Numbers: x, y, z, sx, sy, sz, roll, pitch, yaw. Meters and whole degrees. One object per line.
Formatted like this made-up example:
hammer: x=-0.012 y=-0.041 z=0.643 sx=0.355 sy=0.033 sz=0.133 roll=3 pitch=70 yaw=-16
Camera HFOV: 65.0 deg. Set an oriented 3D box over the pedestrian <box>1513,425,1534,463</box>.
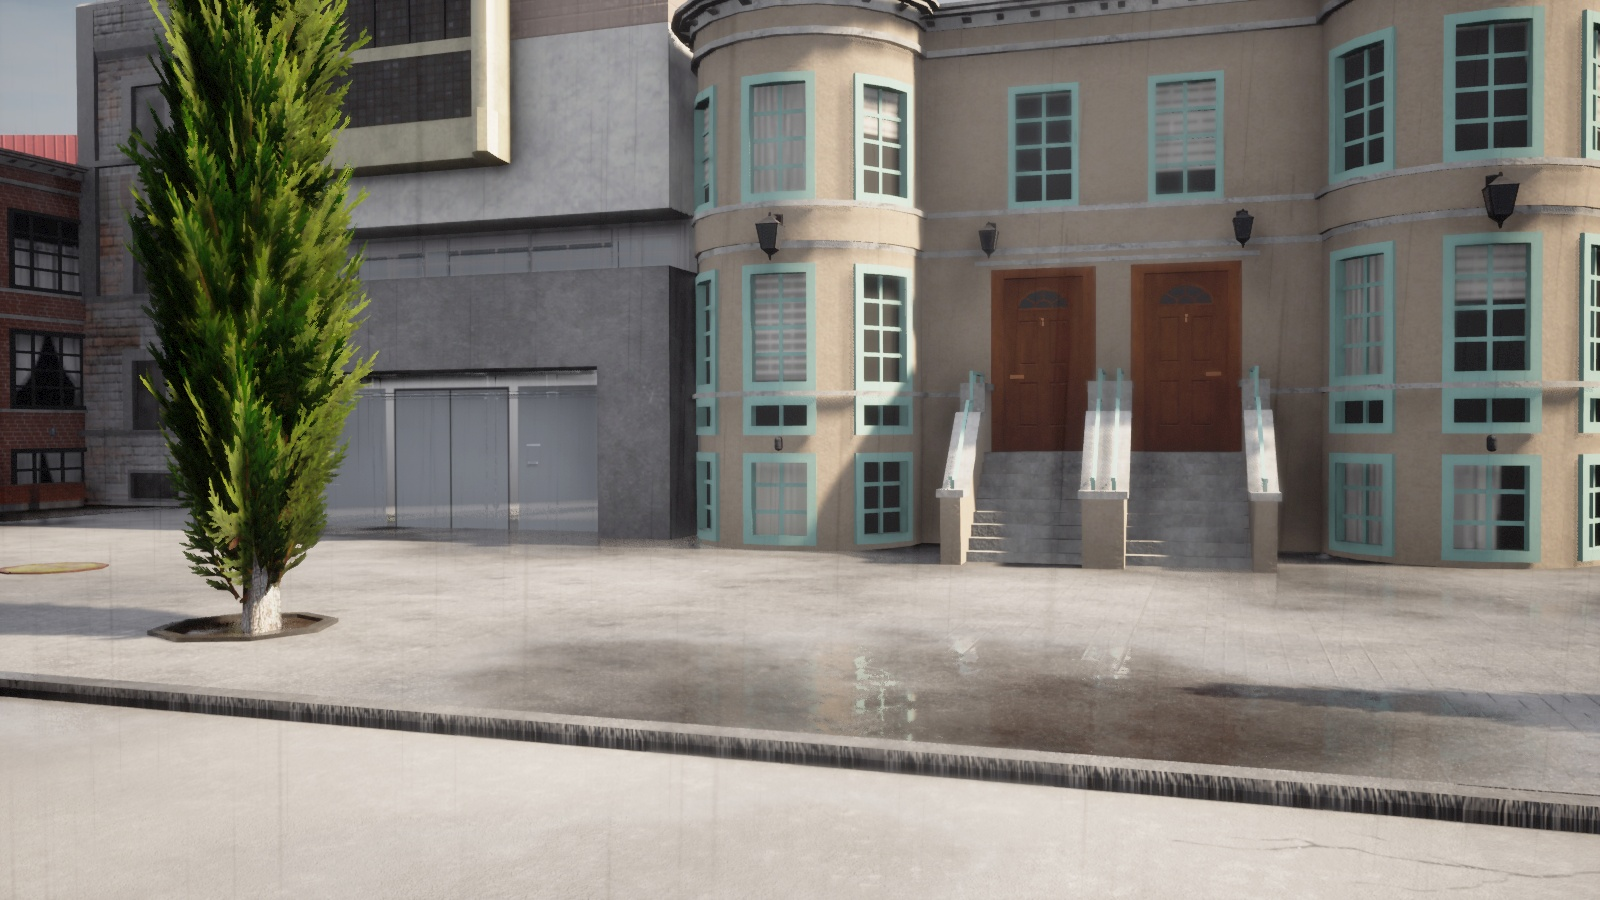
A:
pedestrian: x=34.895 y=-0.305 z=60.578 sx=0.634 sy=1.844 sz=0.899 roll=0 pitch=1 yaw=17
